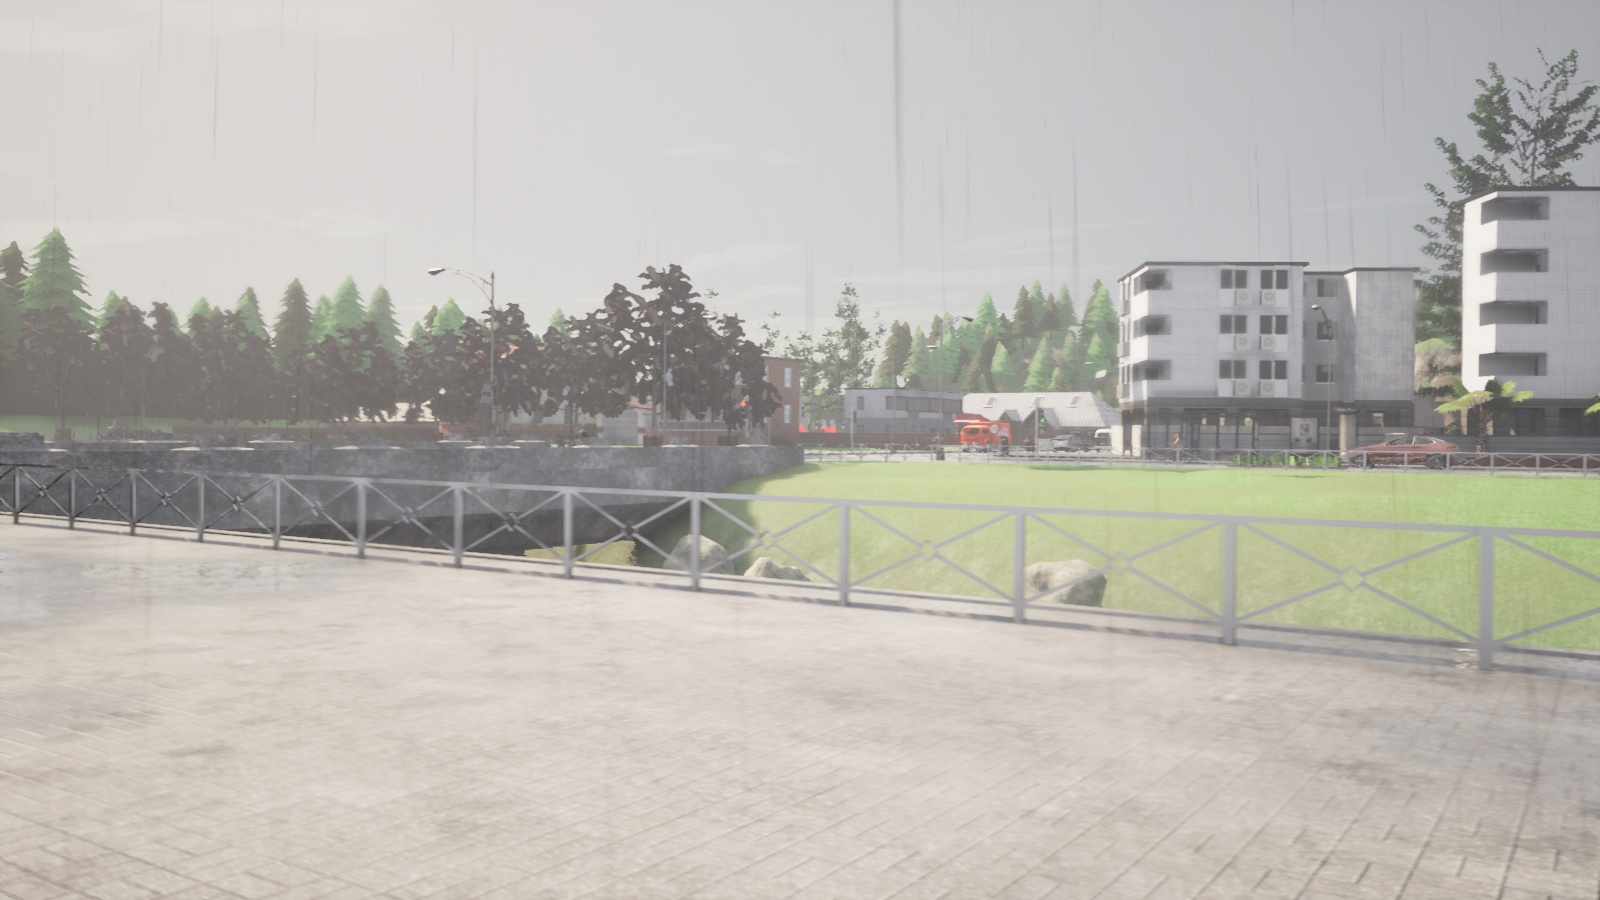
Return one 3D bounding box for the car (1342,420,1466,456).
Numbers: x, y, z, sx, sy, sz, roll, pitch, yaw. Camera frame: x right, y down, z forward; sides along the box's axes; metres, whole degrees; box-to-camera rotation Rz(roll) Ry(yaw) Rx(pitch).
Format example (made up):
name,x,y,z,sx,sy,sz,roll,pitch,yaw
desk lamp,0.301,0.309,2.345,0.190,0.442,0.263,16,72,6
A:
name,x,y,z,sx,sy,sz,roll,pitch,yaw
car,28.529,-0.559,59.353,5.027,1.651,2.152,0,1,34
